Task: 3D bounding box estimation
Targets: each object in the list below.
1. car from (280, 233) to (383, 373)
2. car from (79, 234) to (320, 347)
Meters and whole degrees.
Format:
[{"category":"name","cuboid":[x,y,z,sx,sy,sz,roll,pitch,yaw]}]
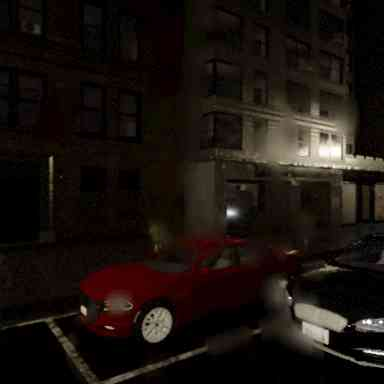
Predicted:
[{"category":"car","cuboid":[3.539,1.492,5.564,4.902,1.511,2.128,0,0,-35]},{"category":"car","cuboid":[0.207,1.545,6.321,4.507,1.381,1.887,0,0,-35]}]
